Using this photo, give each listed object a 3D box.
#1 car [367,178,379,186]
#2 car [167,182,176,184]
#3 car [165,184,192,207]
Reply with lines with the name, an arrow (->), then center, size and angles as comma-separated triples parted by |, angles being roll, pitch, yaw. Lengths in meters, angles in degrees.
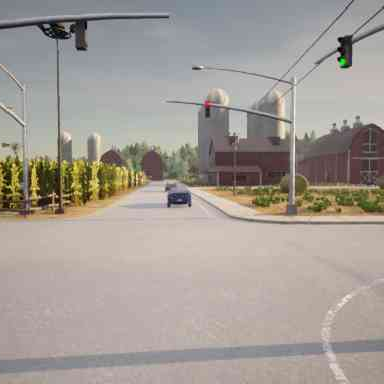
car -> 42.375, -2.329, 77.518 | 1.905, 1.878, 3.866 | 10, 10, 41
car -> -3.337, -0.811, 52.831 | 2.128, 1.511, 4.902 | 0, 3, -5
car -> -1.110, 0.346, 27.600 | 1.882, 1.535, 5.008 | 0, 3, -5
